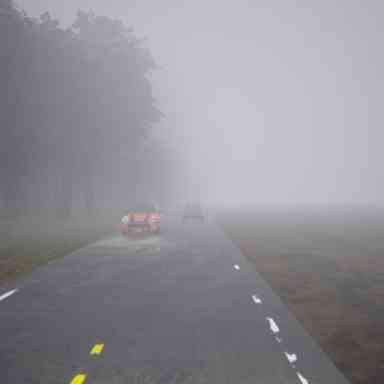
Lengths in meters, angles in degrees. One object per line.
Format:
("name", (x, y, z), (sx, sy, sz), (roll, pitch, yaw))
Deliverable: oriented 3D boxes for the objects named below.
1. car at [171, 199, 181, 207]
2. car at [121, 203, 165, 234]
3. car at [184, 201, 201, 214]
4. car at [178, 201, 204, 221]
("car", (-2.748, 1.994, 61.538), (1.812, 1.442, 4.674), (0, -1, 1))
("car", (-2.841, 1.480, 19.958), (2.097, 1.767, 4.553), (0, 0, 0))
("car", (0.095, 1.854, 40.967), (1.994, 1.385, 4.181), (0, 0, 1))
("car", (0.111, 1.743, 29.087), (2.033, 1.411, 5.357), (0, 0, -1))
